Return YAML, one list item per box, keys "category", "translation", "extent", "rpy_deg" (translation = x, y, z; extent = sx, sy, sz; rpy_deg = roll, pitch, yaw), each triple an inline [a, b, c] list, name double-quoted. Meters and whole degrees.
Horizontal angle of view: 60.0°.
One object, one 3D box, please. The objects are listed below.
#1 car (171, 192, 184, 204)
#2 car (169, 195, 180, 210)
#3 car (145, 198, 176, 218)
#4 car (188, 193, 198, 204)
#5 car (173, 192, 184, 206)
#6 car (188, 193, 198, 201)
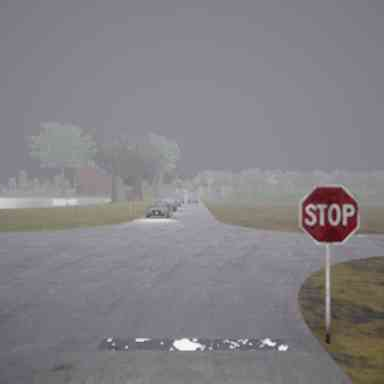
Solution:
- category: "car"
  translation: [-2.590, 1.100, 61.896]
  extent: [2.150, 2.045, 5.566]
  rpy_deg: [0, 0, 0]
- category: "car"
  translation: [-2.717, 1.410, 38.737]
  extent: [1.882, 1.535, 5.008]
  rpy_deg: [0, 0, 0]
- category: "car"
  translation: [-2.791, 1.517, 29.030]
  extent: [1.994, 1.385, 4.181]
  rpy_deg: [0, 0, 3]
- category: "car"
  translation: [0.183, 1.441, 61.381]
  extent: [1.994, 1.385, 4.181]
  rpy_deg: [0, 0, 0]
- category: "car"
  translation: [-2.681, 1.262, 48.902]
  extent: [2.097, 1.767, 4.553]
  rpy_deg: [0, 0, 0]
- category: "car"
  translation: [0.213, 1.035, 71.392]
  extent: [2.097, 1.767, 4.553]
  rpy_deg: [0, 0, 0]
